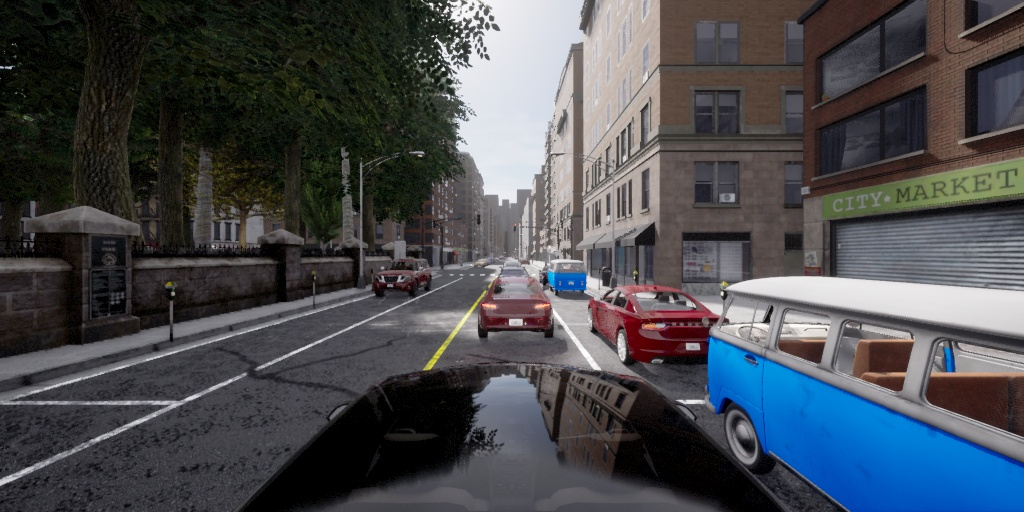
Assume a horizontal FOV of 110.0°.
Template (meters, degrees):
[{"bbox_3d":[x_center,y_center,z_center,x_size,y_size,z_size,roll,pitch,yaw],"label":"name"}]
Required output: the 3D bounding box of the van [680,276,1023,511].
[{"bbox_3d":[2.857,1.091,2.230,1.690,1.789,3.998,0,0,0],"label":"van"}]

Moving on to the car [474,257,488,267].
[{"bbox_3d":[-5.633,1.229,62.696,1.751,1.417,4.829,0,0,0],"label":"car"}]

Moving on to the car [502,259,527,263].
[{"bbox_3d":[0.020,1.242,29.417,1.837,1.490,4.892,0,0,0],"label":"car"}]

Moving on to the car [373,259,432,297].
[{"bbox_3d":[-5.658,1.059,19.177,2.192,1.841,5.009,0,0,0],"label":"car"}]

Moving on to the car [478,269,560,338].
[{"bbox_3d":[0.100,1.274,10.093,1.812,1.442,4.674,0,0,0],"label":"car"}]

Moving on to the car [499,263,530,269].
[{"bbox_3d":[0.107,1.292,19.672,2.033,1.411,5.357,0,0,1],"label":"car"}]

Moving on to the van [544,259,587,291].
[{"bbox_3d":[2.867,1.086,19.212,1.690,1.789,3.998,0,0,0],"label":"van"}]

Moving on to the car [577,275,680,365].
[{"bbox_3d":[2.860,1.294,7.891,1.888,1.381,4.507,0,0,0],"label":"car"}]
